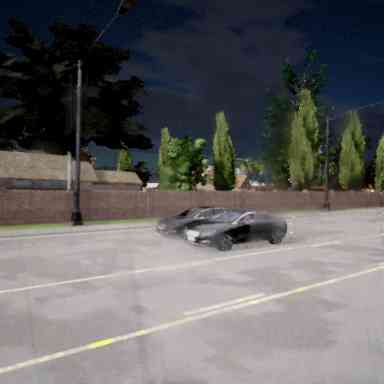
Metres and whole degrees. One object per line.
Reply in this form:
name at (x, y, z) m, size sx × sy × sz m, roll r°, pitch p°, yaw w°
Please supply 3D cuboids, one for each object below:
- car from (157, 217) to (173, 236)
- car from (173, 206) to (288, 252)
car at (0.507, 1.511, 17.244) m, size 4.892 × 1.490 × 1.837 m, roll 0°, pitch 0°, yaw -35°
car at (1.967, 1.498, 13.987) m, size 4.902 × 1.511 × 2.128 m, roll 0°, pitch 0°, yaw -35°
